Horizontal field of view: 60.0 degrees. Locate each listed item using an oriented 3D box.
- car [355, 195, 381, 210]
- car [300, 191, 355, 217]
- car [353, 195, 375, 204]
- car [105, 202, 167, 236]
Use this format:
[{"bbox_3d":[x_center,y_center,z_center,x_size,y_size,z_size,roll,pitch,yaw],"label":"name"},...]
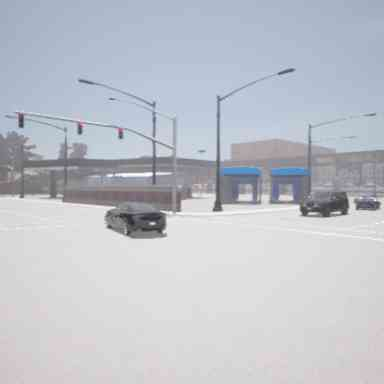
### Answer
[{"bbox_3d":[19.358,1.282,36.526,1.895,1.301,4.718,1,1,37],"label":"car"},{"bbox_3d":[11.363,0.964,28.264,5.566,2.045,2.150,0,1,-42],"label":"car"},{"bbox_3d":[26.636,1.128,51.614,1.895,1.301,4.718,1,1,13],"label":"car"},{"bbox_3d":[-3.038,1.256,17.264,1.882,1.535,5.008,1,0,-30],"label":"car"}]
